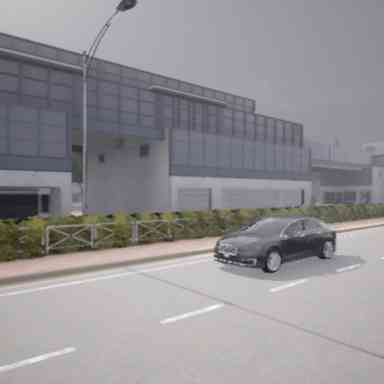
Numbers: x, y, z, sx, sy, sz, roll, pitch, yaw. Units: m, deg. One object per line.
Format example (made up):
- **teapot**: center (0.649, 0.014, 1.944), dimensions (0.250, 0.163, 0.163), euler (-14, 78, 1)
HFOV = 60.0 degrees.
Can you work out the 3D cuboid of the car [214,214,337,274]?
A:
- **car**: center (2.865, 1.525, 10.826), dimensions (4.892, 1.490, 1.837), euler (0, 0, -38)
